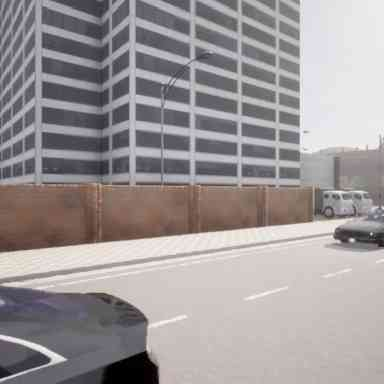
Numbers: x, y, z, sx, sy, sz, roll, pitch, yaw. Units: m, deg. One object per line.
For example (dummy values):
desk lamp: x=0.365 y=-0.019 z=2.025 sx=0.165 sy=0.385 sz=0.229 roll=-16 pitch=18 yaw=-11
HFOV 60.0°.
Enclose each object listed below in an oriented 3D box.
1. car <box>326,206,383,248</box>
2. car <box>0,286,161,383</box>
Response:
car: x=8.534 y=1.547 z=14.973 sx=5.357 sy=1.411 sz=2.033 roll=0 pitch=0 yaw=-37
car: x=-2.478 y=1.491 z=1.919 sx=4.902 sy=1.511 sz=2.128 roll=0 pitch=0 yaw=-40
